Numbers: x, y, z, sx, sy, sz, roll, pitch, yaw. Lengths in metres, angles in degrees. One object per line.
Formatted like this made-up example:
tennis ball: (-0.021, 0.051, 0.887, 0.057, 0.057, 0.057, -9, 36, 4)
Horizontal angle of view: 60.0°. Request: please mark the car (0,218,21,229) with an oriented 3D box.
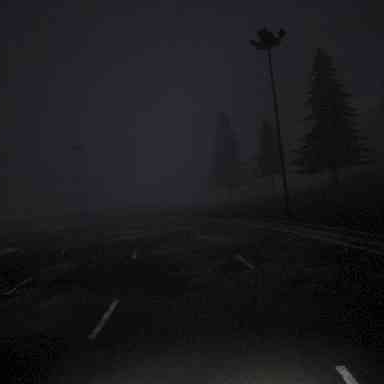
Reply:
car: (-31.646, 5.392, 57.489, 4.553, 1.767, 2.097, -7, 0, 32)
